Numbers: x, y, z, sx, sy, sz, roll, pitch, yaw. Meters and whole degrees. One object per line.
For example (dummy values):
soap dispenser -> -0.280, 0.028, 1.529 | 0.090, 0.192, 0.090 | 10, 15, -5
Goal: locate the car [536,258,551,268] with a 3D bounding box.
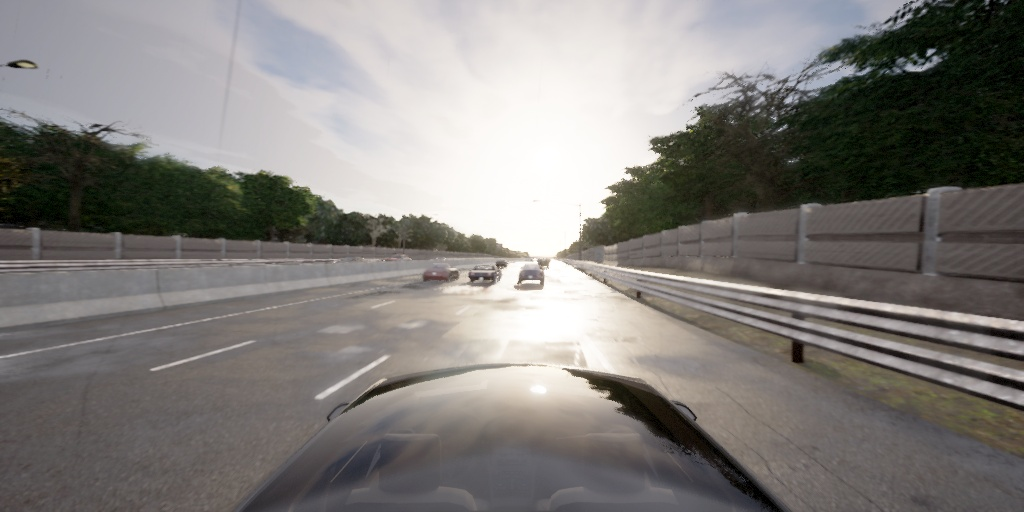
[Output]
car -> 5.611, 1.158, 64.162 | 2.097, 1.767, 4.553 | 1, 0, 6

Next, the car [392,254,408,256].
car -> -19.394, 0.752, 61.030 | 2.150, 2.045, 5.566 | 1, 1, 7

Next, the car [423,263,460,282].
car -> -5.423, 1.253, 27.976 | 1.994, 1.385, 4.181 | 1, 0, 6

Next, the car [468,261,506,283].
car -> -1.943, 1.327, 27.620 | 1.895, 1.301, 4.718 | 1, 0, 6

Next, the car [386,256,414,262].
car -> -13.986, 1.100, 46.455 | 1.837, 1.490, 4.892 | 1, 0, 7

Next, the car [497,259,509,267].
car -> -1.745, 1.233, 61.326 | 1.837, 1.490, 4.892 | 1, 0, 6

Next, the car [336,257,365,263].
car -> -21.001, 0.870, 46.692 | 2.097, 1.767, 4.553 | 1, 0, 7

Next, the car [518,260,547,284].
car -> 1.531, 1.290, 27.190 | 1.812, 1.442, 4.674 | 1, 0, 6
